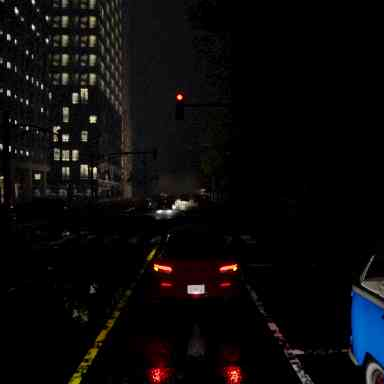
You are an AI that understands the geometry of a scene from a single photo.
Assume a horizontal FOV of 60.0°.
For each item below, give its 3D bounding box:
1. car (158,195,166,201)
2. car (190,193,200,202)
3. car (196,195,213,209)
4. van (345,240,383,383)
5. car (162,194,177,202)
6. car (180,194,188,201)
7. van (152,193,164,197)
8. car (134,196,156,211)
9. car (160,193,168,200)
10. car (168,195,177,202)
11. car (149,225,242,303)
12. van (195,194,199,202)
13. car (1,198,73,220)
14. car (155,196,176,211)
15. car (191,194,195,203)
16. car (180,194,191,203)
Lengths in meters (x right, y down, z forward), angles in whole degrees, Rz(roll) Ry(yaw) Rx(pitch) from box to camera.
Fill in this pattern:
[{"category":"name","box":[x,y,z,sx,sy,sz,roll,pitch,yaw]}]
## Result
[{"category":"car","box":[-7.528,1.532,84.115,1.802,1.307,4.206,0,0,-3]},{"category":"car","box":[0.740,1.271,78.945,2.192,1.841,5.009,0,0,-3]},{"category":"car","box":[1.899,1.510,45.860,1.752,1.417,4.829,0,0,-2]},{"category":"van","box":[2.558,1.341,2.145,1.690,1.788,3.998,0,0,0]},{"category":"car","box":[-3.852,1.481,57.497,1.837,1.490,4.892,0,0,-2]},{"category":"car","box":[-1.900,1.264,80.591,1.882,1.535,5.008,0,0,-3]},{"category":"van","box":[-6.625,1.314,61.941,1.690,1.788,3.998,0,0,-2]},{"category":"car","box":[-5.832,1.539,39.770,2.008,1.369,4.403,0,0,-1]},{"category":"car","box":[-8.075,1.252,95.196,2.192,1.841,5.009,0,0,-3]},{"category":"car","box":[-4.317,1.430,72.680,1.882,1.535,5.008,0,0,-2]},{"category":"car","box":[0.054,1.525,8.080,1.812,1.442,4.674,0,0,0]},{"category":"van","box":[1.748,1.322,51.233,1.690,1.788,3.998,0,0,-2]},{"category":"car","box":[-11.752,1.227,25.771,4.553,1.767,2.097,1,0,-9]},{"category":"car","box":[-3.411,1.551,41.331,1.994,1.385,4.181,0,0,-1]},{"category":"car","box":[1.185,1.492,68.026,1.752,1.417,4.829,0,0,-2]},{"category":"car","box":[-1.481,1.552,70.616,1.895,1.301,4.718,0,0,-2]}]
